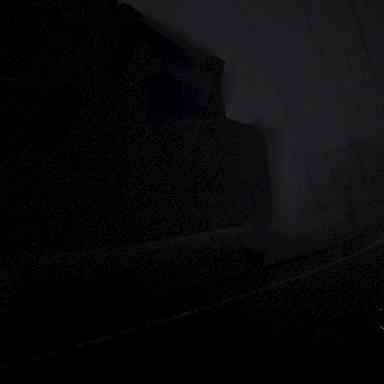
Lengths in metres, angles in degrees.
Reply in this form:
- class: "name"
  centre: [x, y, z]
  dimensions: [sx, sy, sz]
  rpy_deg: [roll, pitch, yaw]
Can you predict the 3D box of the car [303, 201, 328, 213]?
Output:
- class: "car"
  centre: [21.261, 2.572, 57.601]
  dimensions: [2.150, 2.045, 5.566]
  rpy_deg: [-3, -3, -7]
